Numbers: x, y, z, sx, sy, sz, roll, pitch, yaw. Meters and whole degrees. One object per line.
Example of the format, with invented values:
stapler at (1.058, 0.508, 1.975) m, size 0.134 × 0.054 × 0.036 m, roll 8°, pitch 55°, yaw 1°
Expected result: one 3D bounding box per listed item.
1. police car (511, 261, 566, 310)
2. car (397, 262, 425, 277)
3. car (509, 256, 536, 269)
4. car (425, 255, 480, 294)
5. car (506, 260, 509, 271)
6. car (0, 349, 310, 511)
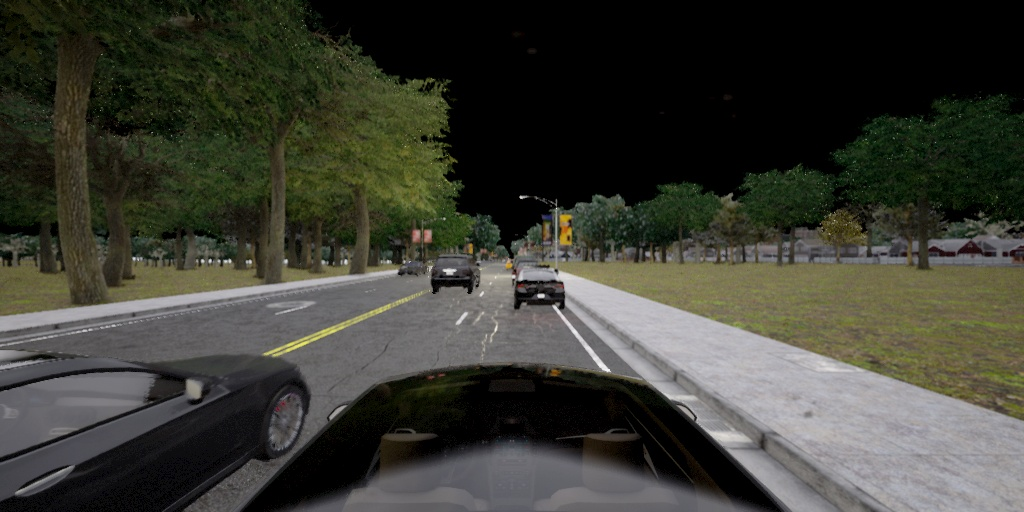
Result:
police car at (1.013, 1.170, 14.915) m, size 1.930 × 1.638 × 5.238 m, roll 0°, pitch 0°, yaw 0°
car at (-9.747, 1.295, 35.666) m, size 2.033 × 1.411 × 5.357 m, roll 0°, pitch 0°, yaw 0°
car at (1.044, 1.094, 24.776) m, size 2.097 × 1.767 × 4.553 m, roll 0°, pitch 0°, yaw 0°
car at (-3.094, 0.965, 20.501) m, size 2.150 × 2.045 × 5.566 m, roll 0°, pitch 0°, yaw 0°
car at (0.163, 1.248, 50.952) m, size 1.882 × 1.535 × 5.008 m, roll 0°, pitch 0°, yaw 0°
car at (-3.152, 1.275, 2.034) m, size 1.812 × 1.442 × 4.674 m, roll 0°, pitch 0°, yaw 0°
